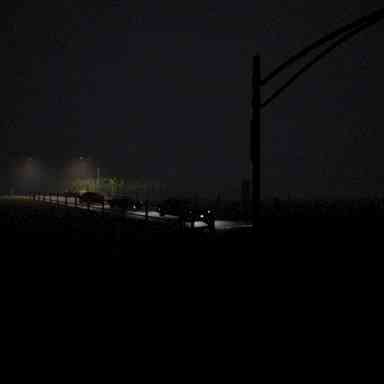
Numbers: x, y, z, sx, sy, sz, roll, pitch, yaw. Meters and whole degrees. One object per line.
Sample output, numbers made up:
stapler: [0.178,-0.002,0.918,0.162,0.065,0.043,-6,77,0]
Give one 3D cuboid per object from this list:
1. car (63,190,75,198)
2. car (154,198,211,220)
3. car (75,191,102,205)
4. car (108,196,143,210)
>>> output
car: [-22.517,0.355,62.022,1.882,1.535,5.008,0,1,-35]
car: [-0.847,1.180,24.367,2.033,1.411,5.357,0,1,-35]
car: [-12.445,0.744,41.074,1.882,1.535,5.008,0,1,-35]
car: [-6.583,1.051,32.620,1.895,1.301,4.718,0,1,-35]
